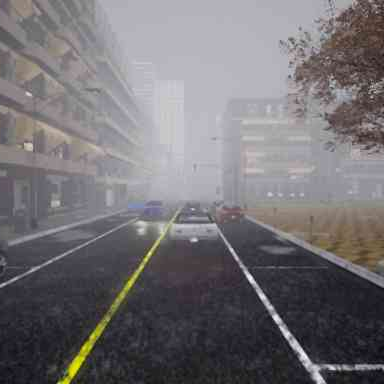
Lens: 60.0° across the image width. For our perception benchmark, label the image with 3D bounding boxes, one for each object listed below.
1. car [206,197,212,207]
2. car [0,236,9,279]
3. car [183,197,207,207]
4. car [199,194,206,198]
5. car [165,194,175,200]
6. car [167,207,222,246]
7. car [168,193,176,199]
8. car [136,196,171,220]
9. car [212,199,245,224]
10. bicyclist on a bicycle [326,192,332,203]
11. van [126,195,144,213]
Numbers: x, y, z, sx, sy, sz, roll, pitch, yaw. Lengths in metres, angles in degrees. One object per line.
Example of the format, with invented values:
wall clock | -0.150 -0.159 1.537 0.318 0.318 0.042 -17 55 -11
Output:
car | 2.677 1.443 34.790 1.887 1.381 4.507 0 0 0
car | -5.698 1.542 7.157 1.947 1.339 4.313 0 0 0
car | 0.086 1.472 30.749 1.994 1.385 4.181 0 0 0
car | 2.668 1.232 83.789 1.967 1.590 4.097 -1 0 0
car | -5.709 1.352 78.266 2.008 1.369 4.403 0 0 0
car | 0.089 1.553 15.028 1.895 1.301 4.718 0 0 0
car | -5.714 1.212 94.849 1.967 1.590 4.097 -1 0 0
car | -3.100 1.394 27.714 1.882 1.535 5.008 0 0 0
car | 2.679 1.472 23.739 1.887 1.381 4.507 0 0 0
bicyclist on a bicycle | 20.237 0.881 49.113 0.582 1.620 1.656 -1 0 -1
van | -5.705 1.239 34.789 1.690 1.788 3.998 0 0 0
